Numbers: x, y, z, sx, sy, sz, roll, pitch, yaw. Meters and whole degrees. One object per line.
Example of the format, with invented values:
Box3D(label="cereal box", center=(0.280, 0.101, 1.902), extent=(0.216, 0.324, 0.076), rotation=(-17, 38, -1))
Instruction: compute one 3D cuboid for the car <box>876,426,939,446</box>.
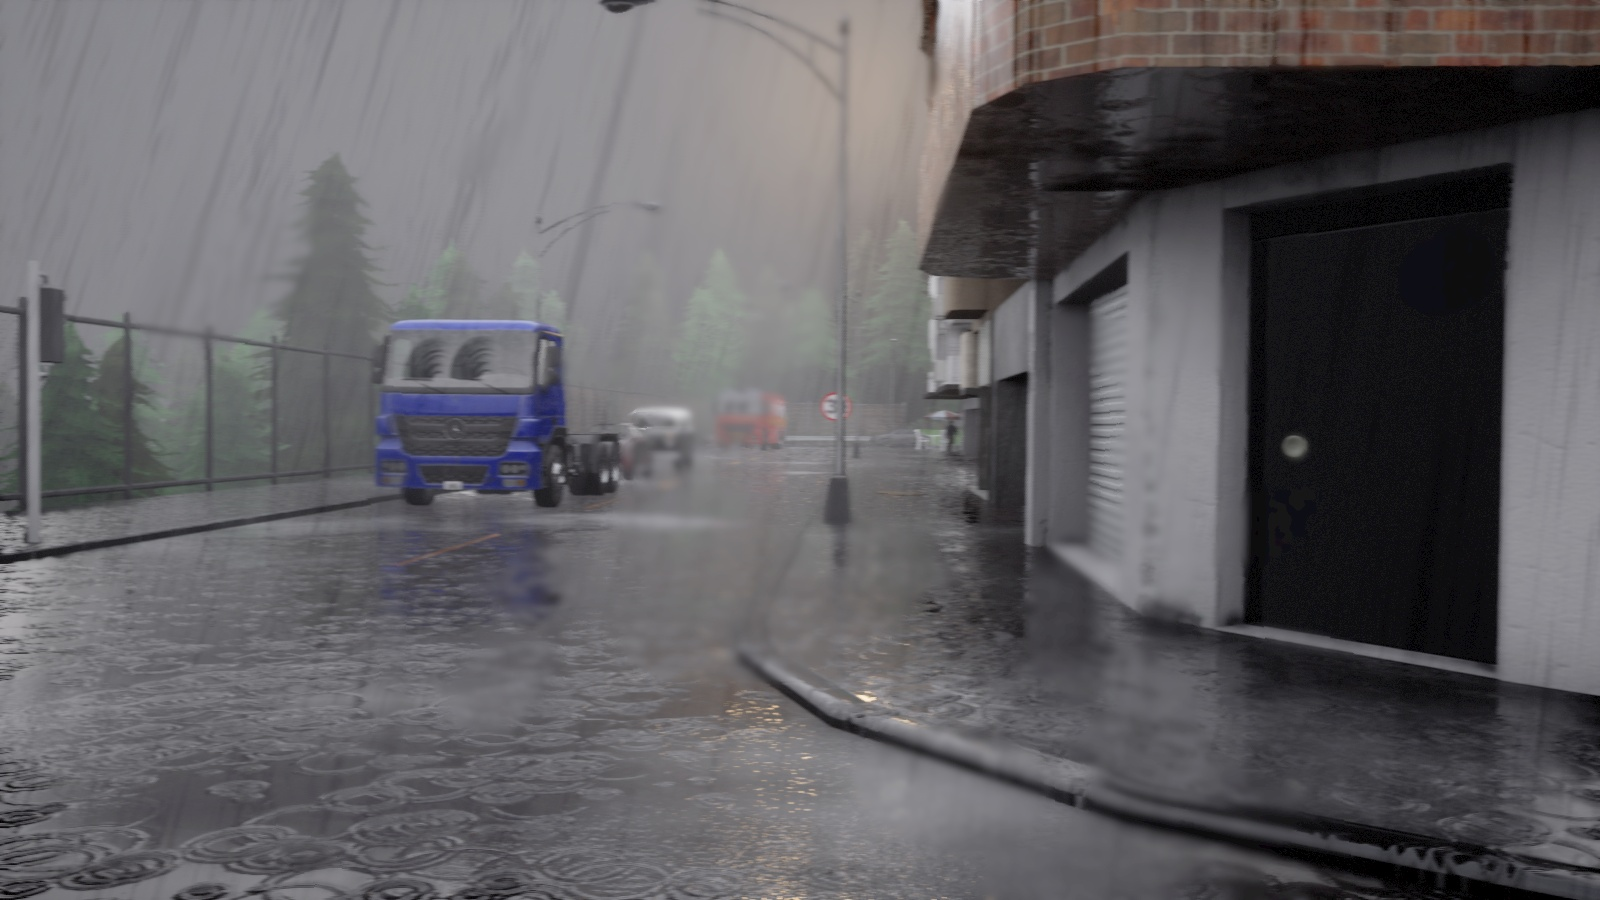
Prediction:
Box3D(label="car", center=(7.762, -1.025, 90.824), extent=(4.181, 1.385, 1.994), rotation=(-1, 1, -7))

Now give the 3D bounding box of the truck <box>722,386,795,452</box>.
Box3D(label="truck", center=(-2.485, -1.884, 77.812), extent=(2.891, 3.827, 8.468), rotation=(0, 1, 9))

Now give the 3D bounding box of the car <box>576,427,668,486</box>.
Box3D(label="car", center=(-4.871, 0.139, 34.768), extent=(1.789, 1.549, 3.705), rotation=(-1, 1, 4))

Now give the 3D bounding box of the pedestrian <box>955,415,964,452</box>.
Box3D(label="pedestrian", center=(8.050, -0.823, 63.410), extent=(0.370, 1.835, 0.726), rotation=(-1, 1, 3))

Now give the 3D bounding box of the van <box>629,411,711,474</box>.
Box3D(label="van", center=(-4.397, -0.285, 43.034), extent=(2.069, 2.038, 4.480), rotation=(-1, 1, 3))

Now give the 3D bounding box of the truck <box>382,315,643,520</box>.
Box3D(label="truck", center=(-5.401, -0.629, 25.355), extent=(2.891, 3.462, 7.936), rotation=(-1, 1, 4))
